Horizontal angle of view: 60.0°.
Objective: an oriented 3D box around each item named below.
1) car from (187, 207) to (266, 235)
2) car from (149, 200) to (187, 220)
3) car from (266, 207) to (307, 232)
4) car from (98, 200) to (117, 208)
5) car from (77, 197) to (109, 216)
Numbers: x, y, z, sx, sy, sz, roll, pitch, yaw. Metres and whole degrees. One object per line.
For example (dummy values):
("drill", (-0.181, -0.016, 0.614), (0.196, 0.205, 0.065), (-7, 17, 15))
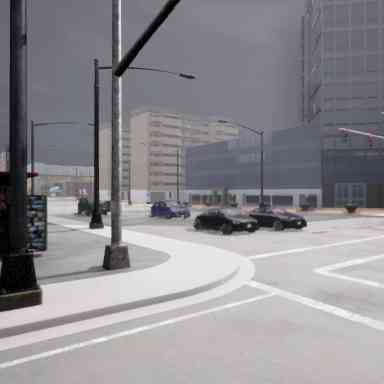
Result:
("car", (1.906, 1.655, 19.430), (1.994, 1.385, 4.181), (0, -1, -36))
("car", (-2.104, 1.582, 30.914), (2.097, 1.767, 4.553), (0, -1, -36))
("car", (5.083, 1.651, 21.028), (1.994, 1.385, 4.181), (0, 0, -36))
("car", (-15.873, 2.281, 62.131), (1.994, 1.385, 4.181), (0, -1, -36))
("car", (-11.283, 1.609, 37.614), (2.150, 2.045, 5.566), (0, -1, -36))
